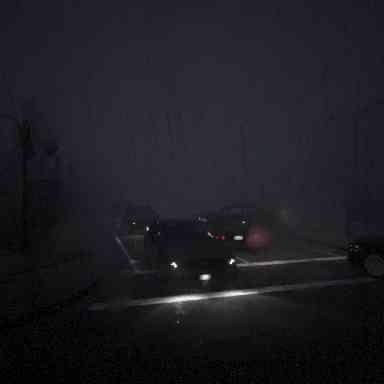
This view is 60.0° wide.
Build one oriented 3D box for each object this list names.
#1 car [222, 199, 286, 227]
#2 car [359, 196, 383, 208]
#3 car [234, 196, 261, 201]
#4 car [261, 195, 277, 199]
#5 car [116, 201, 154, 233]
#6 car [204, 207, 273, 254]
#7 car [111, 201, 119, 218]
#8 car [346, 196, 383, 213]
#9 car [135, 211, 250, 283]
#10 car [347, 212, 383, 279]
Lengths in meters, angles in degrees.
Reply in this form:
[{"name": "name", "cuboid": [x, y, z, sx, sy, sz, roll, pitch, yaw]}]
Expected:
[{"name": "car", "cuboid": [2.841, 1.466, 19.891, 5.357, 1.411, 2.033, -3, 1, -16]}, {"name": "car", "cuboid": [23.857, 1.273, 43.239, 1.845, 1.501, 3.633, 0, 0, -17]}, {"name": "car", "cuboid": [7.307, 1.287, 46.187, 2.007, 1.523, 4.514, 0, 0, -17]}, {"name": "car", "cuboid": [10.294, 1.277, 47.147, 2.152, 1.636, 5.027, 0, 0, -17]}, {"name": "car", "cuboid": [-3.116, 1.529, 19.958, 2.033, 1.411, 5.357, 0, 0, -17]}, {"name": "car", "cuboid": [1.351, 1.539, 13.349, 2.033, 1.411, 5.357, 0, 0, -4]}, {"name": "car", "cuboid": [-6.290, 1.515, 30.106, 2.033, 1.411, 5.357, 0, 0, -17]}, {"name": "car", "cuboid": [15.568, 1.356, 29.241, 1.970, 1.475, 3.806, 0, 0, -17]}, {"name": "car", "cuboid": [-0.369, 1.543, 10.128, 2.033, 1.411, 5.357, 0, 0, -15]}, {"name": "car", "cuboid": [6.565, 1.475, 8.231, 5.008, 1.535, 1.882, 0, 0, 39]}]
